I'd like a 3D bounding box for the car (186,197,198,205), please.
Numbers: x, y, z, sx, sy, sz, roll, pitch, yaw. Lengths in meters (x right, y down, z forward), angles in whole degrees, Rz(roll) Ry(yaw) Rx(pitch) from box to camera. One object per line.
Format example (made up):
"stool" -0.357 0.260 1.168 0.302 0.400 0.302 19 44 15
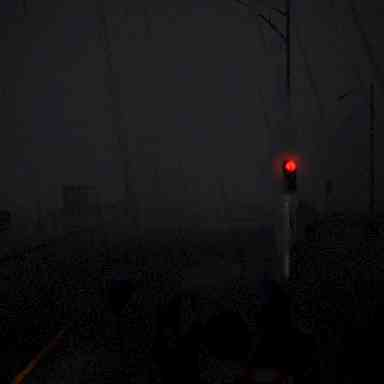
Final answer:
"car" -0.006 1.580 61.840 1.812 1.442 4.674 0 0 0
